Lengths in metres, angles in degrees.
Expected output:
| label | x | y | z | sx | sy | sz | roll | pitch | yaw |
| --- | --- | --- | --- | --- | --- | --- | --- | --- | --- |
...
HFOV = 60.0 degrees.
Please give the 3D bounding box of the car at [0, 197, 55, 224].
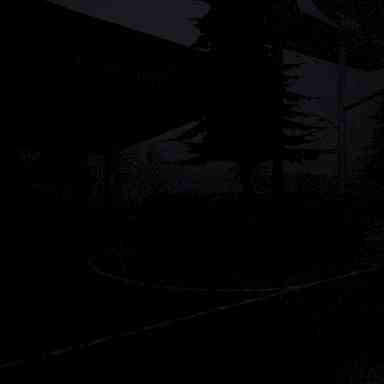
| label | x | y | z | sx | sy | sz | roll | pitch | yaw |
| --- | --- | --- | --- | --- | --- | --- | --- | --- | --- |
| car | -11.918 | 1.313 | 23.510 | 3.866 | 1.878 | 1.905 | 0 | 0 | -36 |
